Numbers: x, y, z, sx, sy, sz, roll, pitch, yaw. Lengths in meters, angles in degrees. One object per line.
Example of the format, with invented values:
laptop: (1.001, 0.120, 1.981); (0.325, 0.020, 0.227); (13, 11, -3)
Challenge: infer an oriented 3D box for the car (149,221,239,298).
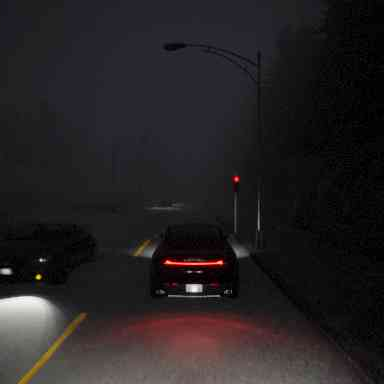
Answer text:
car: (0.059, 1.505, 8.481); (1.837, 1.490, 4.892); (0, 0, 0)

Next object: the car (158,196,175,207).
car: (-4.090, 1.476, 51.207); (1.882, 1.535, 5.008); (0, 0, 0)

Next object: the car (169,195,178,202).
car: (-3.993, 1.511, 73.671); (1.812, 1.442, 4.674); (0, 0, 0)

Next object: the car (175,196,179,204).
car: (-4.052, 1.476, 62.833); (1.882, 1.535, 5.008); (0, 0, 0)

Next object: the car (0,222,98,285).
car: (-4.101, 1.564, 9.323); (1.994, 1.385, 4.181); (0, 0, 0)
